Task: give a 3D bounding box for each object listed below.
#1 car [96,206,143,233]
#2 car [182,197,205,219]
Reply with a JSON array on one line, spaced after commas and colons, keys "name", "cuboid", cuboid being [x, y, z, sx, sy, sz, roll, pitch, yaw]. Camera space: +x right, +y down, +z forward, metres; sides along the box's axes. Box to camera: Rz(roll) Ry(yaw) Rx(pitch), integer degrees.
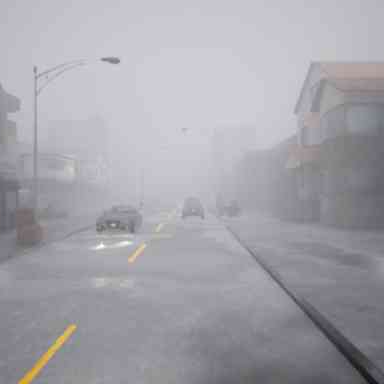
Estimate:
[{"name": "car", "cuboid": [-4.007, 1.477, 18.876, 1.994, 1.385, 4.181, 0, 0, 0]}, {"name": "car", "cuboid": [0.095, 1.419, 27.560, 2.033, 1.411, 5.357, 0, 0, 0]}]
